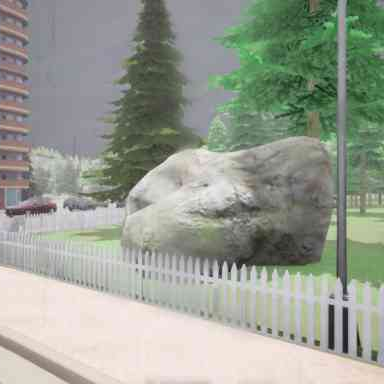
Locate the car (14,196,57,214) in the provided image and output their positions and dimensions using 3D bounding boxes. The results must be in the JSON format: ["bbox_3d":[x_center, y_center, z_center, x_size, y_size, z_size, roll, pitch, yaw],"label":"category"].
[{"bbox_3d":[-16.727,1.297,35.864,2.097,1.767,4.553,0,0,8],"label":"car"}]

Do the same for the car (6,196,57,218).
[{"bbox_3d":[-14.466,1.422,30.220,1.882,1.535,5.008,0,0,15],"label":"car"}]

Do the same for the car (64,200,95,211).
[{"bbox_3d":[-12.814,1.508,39.059,1.994,1.385,4.181,0,0,4],"label":"car"}]
